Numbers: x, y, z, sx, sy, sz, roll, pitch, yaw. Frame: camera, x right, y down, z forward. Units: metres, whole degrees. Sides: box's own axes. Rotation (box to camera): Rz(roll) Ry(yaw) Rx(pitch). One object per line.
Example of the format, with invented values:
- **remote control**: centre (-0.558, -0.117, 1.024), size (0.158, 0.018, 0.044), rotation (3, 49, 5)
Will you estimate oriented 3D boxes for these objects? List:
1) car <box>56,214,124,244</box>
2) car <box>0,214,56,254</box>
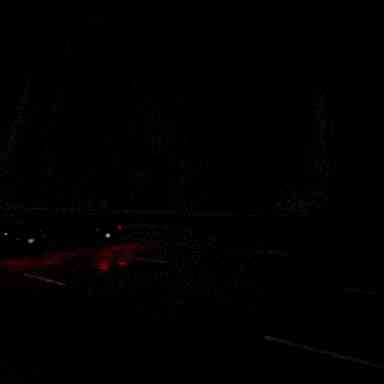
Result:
- **car**: centre (-5.660, 1.729, 16.577), size (4.718, 1.301, 1.895), rotation (-1, 0, 36)
- **car**: centre (-7.936, 1.657, 13.908), size (4.674, 1.442, 1.812), rotation (0, 0, 36)
